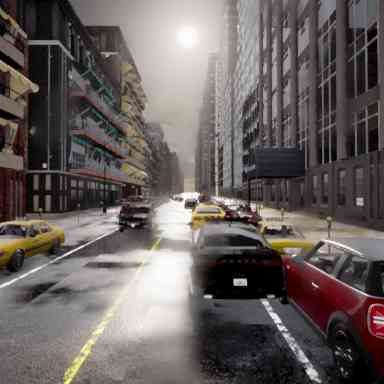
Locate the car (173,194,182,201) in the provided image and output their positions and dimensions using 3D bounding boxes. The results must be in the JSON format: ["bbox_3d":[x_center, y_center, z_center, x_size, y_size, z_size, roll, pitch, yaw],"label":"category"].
[{"bbox_3d":[-3.137,1.539,80.259,1.994,1.385,4.181,0,0,0],"label":"car"}]

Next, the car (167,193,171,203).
[{"bbox_3d":[-5.793,1.530,67.531,1.887,1.381,4.507,1,0,0],"label":"car"}]

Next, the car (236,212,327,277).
[{"bbox_3d":[2.683,1.528,11.198,1.752,1.417,4.829,1,0,0],"label":"car"}]

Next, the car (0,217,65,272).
[{"bbox_3d":[-5.697,1.528,10.845,1.752,1.417,4.829,1,0,0],"label":"car"}]

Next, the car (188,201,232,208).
[{"bbox_3d":[0.868,1.480,18.486,1.882,1.535,5.008,0,0,0],"label":"car"}]

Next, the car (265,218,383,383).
[{"bbox_3d":[2.694,1.442,5.377,1.967,1.590,4.097,1,0,0],"label":"car"}]

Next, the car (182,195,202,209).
[{"bbox_3d":[-0.060,1.559,46.054,1.994,1.385,4.181,0,0,0],"label":"car"}]

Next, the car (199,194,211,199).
[{"bbox_3d":[2.600,1.303,61.891,2.192,1.841,5.009,1,0,0],"label":"car"}]

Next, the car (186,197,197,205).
[{"bbox_3d":[-0.102,1.590,59.995,1.895,1.301,4.718,0,0,0],"label":"car"}]

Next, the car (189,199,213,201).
[{"bbox_3d":[0.858,1.528,24.487,1.812,1.442,4.674,0,0,0],"label":"car"}]

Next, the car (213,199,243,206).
[{"bbox_3d":[2.665,1.442,22.330,1.967,1.590,4.097,1,0,0],"label":"car"}]

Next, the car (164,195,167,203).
[{"bbox_3d":[-5.774,1.557,56.227,1.947,1.339,4.313,1,0,0],"label":"car"}]

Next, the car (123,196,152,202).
[{"bbox_3d":[-5.732,1.314,33.622,2.192,1.841,5.009,1,0,0],"label":"car"}]

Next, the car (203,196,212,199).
[{"bbox_3d":[2.635,1.522,39.456,1.752,1.417,4.829,1,0,0],"label":"car"}]

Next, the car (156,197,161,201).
[{"bbox_3d":[-5.753,1.435,44.924,1.967,1.590,4.097,1,0,0],"label":"car"}]

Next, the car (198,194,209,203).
[{"bbox_3d":[2.582,1.296,73.194,2.192,1.841,5.009,1,0,0],"label":"car"}]

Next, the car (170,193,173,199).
[{"bbox_3d":[-5.802,1.507,73.011,1.752,1.417,4.829,1,0,0],"label":"car"}]

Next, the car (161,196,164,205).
[{"bbox_3d":[-5.764,1.538,50.577,1.887,1.381,4.507,1,0,0],"label":"car"}]

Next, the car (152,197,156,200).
[{"bbox_3d":[-5.745,1.523,39.103,1.752,1.417,4.829,1,0,0],"label":"car"}]

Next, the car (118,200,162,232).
[{"bbox_3d":[-3.136,1.505,20.063,1.837,1.490,4.892,0,1,0],"label":"car"}]

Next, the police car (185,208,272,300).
[{"bbox_3d":[0.863,1.427,8.594,1.930,1.638,5.238,0,0,0],"label":"police car"}]

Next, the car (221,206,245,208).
[{"bbox_3d":[2.672,1.585,16.679,1.802,1.307,4.206,1,0,0],"label":"car"}]
